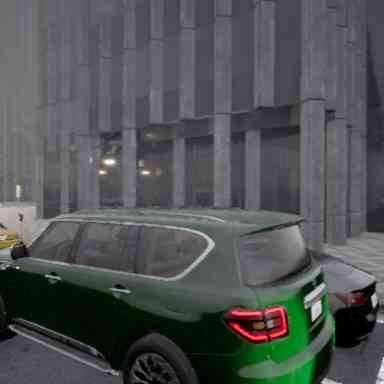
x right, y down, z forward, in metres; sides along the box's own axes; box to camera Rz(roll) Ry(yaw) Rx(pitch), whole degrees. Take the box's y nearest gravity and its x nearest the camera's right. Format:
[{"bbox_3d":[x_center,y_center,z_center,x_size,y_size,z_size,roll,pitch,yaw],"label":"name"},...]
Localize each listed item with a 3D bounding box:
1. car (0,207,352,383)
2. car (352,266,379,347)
[{"bbox_3d":[-0.978,1.232,4.785,5.566,2.045,2.150,0,0,36],"label":"car"},{"bbox_3d":[0.921,1.580,5.987,4.313,1.339,1.947,0,0,36],"label":"car"}]
